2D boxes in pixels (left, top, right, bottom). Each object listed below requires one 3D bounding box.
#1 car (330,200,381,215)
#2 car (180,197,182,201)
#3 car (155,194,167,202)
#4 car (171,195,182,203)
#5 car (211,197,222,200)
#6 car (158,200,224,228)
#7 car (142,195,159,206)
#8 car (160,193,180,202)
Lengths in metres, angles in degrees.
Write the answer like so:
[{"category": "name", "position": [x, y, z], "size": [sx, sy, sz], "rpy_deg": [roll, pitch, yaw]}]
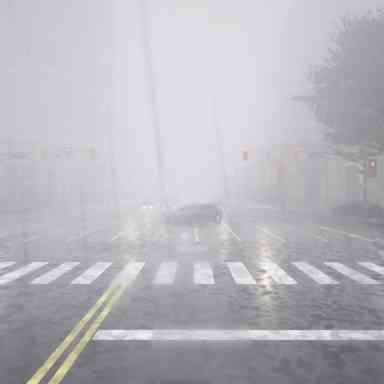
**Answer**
[{"category": "car", "position": [16.130, 1.526, 32.837], "size": [4.674, 1.442, 1.812], "rpy_deg": [0, 0, 0]}, {"category": "car", "position": [-3.514, 1.221, 64.183], "size": [2.150, 2.045, 5.566], "rpy_deg": [0, 0, 1]}, {"category": "car", "position": [-6.860, 1.355, 73.877], "size": [2.097, 1.767, 4.553], "rpy_deg": [0, 0, 1]}, {"category": "car", "position": [-3.355, 1.525, 74.406], "size": [2.128, 1.511, 4.902], "rpy_deg": [0, 0, 1]}, {"category": "car", "position": [3.599, 1.489, 48.792], "size": [2.128, 1.511, 4.902], "rpy_deg": [0, 0, -1]}, {"category": "car", "position": [0.230, 1.505, 22.172], "size": [1.837, 1.490, 4.892], "rpy_deg": [-2, -1, 36]}, {"category": "car", "position": [-7.075, 1.564, 55.322], "size": [1.994, 1.385, 4.181], "rpy_deg": [0, 0, 0]}, {"category": "car", "position": [-3.576, 1.352, 54.974], "size": [2.097, 1.767, 4.553], "rpy_deg": [0, 0, 0]}]
